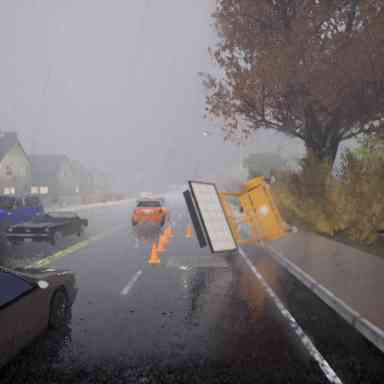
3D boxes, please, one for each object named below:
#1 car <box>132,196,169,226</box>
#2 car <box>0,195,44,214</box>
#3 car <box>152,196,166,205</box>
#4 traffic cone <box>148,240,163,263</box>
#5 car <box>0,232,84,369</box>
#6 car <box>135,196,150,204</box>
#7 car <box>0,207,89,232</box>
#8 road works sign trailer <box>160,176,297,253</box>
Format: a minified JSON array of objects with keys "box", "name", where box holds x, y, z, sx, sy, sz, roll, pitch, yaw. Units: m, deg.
[{"box":[-2.778,1.303,23.193,2.097,1.767,4.553,0,0,1],"name":"car"},{"box":[-9.575,1.187,17.081,2.150,2.045,5.566,0,0,1],"name":"car"},{"box":[-5.668,1.444,57.813,1.895,1.301,4.718,0,0,1],"name":"car"},{"box":[-1.205,1.934,10.637,0.340,0.580,0.340,0,0,1],"name":"traffic cone"},{"box":[-3.082,1.540,3.770,2.033,1.411,5.357,0,0,1],"name":"car"},{"box":[-8.873,1.437,59.815,1.895,1.301,4.718,0,0,1],"name":"car"},{"box":[-6.354,1.570,15.153,1.895,1.301,4.718,0,0,1],"name":"car"},{"box":[1.205,0.927,11.486,2.880,2.380,3.560,-33,-24,35],"name":"road works sign trailer"}]
